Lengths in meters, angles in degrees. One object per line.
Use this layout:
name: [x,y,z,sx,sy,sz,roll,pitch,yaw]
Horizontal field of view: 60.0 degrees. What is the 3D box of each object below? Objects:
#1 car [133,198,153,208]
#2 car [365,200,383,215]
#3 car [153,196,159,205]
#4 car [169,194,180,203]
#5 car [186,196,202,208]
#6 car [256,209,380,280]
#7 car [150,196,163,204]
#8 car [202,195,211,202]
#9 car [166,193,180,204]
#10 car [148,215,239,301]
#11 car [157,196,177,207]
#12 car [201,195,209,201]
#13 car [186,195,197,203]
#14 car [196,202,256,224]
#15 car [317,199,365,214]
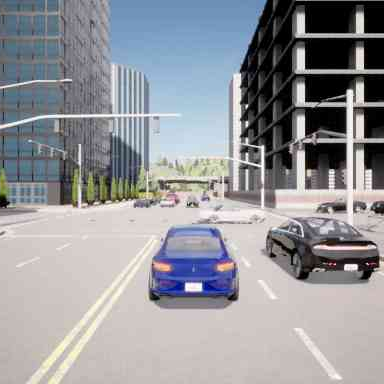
car: [-7.190,1.564,48.135,1.994,1.385,4.181,0,0,0]
car: [19.762,1.166,31.054,5.566,2.045,2.150,0,0,0]
car: [-7.198,1.601,56.896,1.895,1.301,4.718,0,0,0]
car: [-3.638,1.355,70.028,2.097,1.767,4.553,0,0,0]
car: [0.045,1.601,49.341,1.895,1.301,4.718,0,0,-1]
car: [3.560,1.492,9.949,2.128,1.511,4.902,0,0,-1]
car: [-7.151,1.547,67.525,2.033,1.411,5.357,0,0,0]
car: [3.347,1.522,77.827,1.812,1.442,4.674,0,0,0]
car: [-3.693,1.221,60.038,2.150,2.045,5.566,0,0,0]
car: [0.044,1.526,8.226,1.812,1.442,4.674,0,0,0]
car: [-3.695,1.601,50.263,1.895,1.301,4.718,0,0,0]
car: [3.329,1.483,86.902,1.837,1.490,4.892,0,0,0]
car: [-0.095,1.511,70.760,2.128,1.511,4.902,0,0,0]
car: [2.839,1.571,23.692,4.718,1.301,1.895,0,0,-1]
car: [15.515,1.436,34.543,4.902,1.511,2.128,0,0,0]
